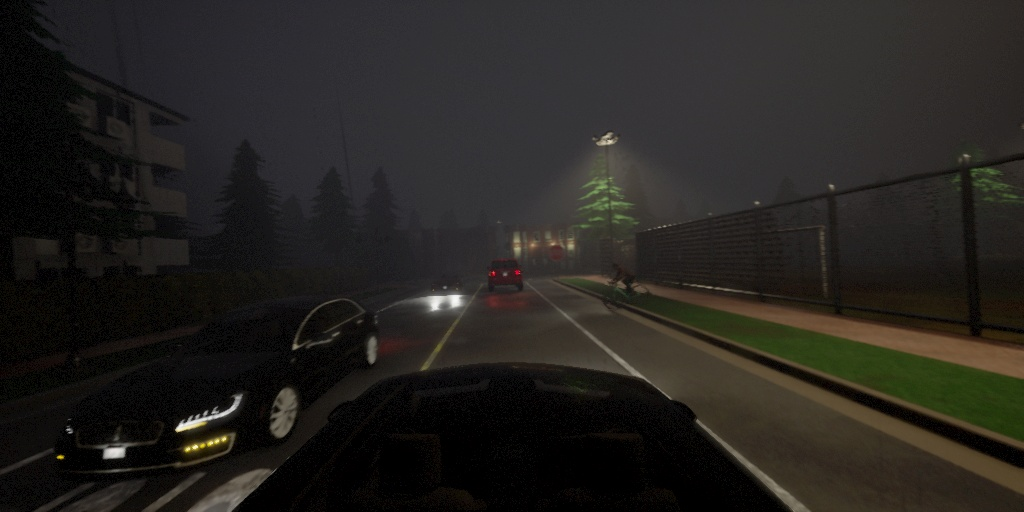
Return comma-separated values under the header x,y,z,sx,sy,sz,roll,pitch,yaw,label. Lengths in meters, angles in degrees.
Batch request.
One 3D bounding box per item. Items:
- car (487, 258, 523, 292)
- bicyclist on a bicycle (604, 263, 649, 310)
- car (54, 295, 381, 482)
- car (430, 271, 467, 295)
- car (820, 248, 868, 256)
x,y,z,sx,sy,sz,roll,pitch,yaw,label
-0.471,1.201,23.786,2.150,2.045,5.566,-3,-1,-2,car
3.909,1.009,12.530,1.656,1.620,0.582,-12,0,-2,bicyclist on a bicycle
-3.583,1.466,5.570,1.837,1.490,4.892,-3,0,-2,car
-4.072,1.723,23.520,1.994,1.385,4.181,-3,-1,-1,car
40.470,-0.314,43.882,4.718,1.301,1.895,-3,-1,-2,car
